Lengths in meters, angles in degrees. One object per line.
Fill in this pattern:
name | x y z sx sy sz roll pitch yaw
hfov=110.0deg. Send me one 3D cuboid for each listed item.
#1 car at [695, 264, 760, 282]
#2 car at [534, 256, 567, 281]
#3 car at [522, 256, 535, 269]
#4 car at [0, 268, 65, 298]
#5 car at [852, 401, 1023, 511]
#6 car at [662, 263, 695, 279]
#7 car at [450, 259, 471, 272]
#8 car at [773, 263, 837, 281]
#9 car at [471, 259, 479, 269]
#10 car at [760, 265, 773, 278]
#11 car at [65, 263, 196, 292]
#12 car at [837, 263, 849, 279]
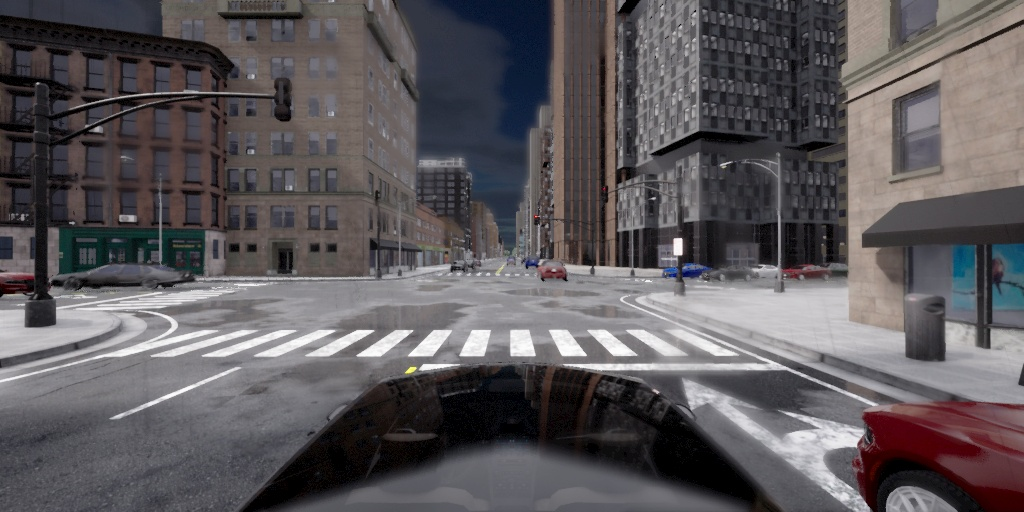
car | 19.267 1.514 32.084 4.892 1.490 1.837 1 0 -17
car | 3.300 1.123 30.249 2.097 1.767 4.553 0 1 0
car | 3.230 0.982 57.523 2.150 2.045 5.566 0 0 0
car | -22.335 0.962 14.471 5.008 1.535 1.882 1 0 -17
car | 3.353 1.227 0.450 1.882 1.535 5.008 0 0 0
car | 17.014 1.486 34.826 5.008 1.535 1.882 1 0 -16
car | -6.658 1.263 45.641 1.837 1.490 4.892 0 0 -1
car | 28.317 1.593 34.659 5.008 1.535 1.882 1 0 -15
car | -6.662 1.265 55.455 1.837 1.490 4.892 0 0 0
car | 25.995 1.639 37.400 4.674 1.442 1.812 1 0 -15
car | -20.264 1.085 18.914 5.357 1.411 2.033 1 0 -19
car | 35.003 1.570 39.685 4.553 1.767 2.097 1 0 -13
